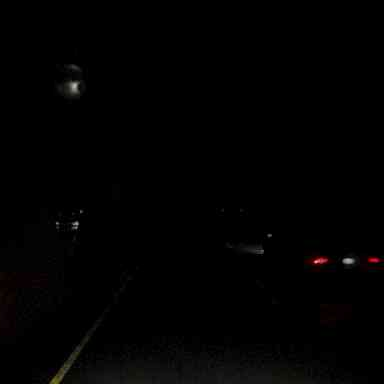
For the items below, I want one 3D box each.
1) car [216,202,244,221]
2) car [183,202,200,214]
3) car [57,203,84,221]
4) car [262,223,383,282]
[{"bbox_3d":[3.418,1.671,30.494,2.097,1.767,4.553,0,-1,0],"label":"car"},{"bbox_3d":[-0.148,1.965,41.461,1.812,1.442,4.674,0,-1,0],"label":"car"},{"bbox_3d":[-10.780,1.845,30.753,1.837,1.490,4.892,0,-1,0],"label":"car"},{"bbox_3d":[3.543,1.651,10.070,2.033,1.411,5.357,0,-1,0],"label":"car"}]
